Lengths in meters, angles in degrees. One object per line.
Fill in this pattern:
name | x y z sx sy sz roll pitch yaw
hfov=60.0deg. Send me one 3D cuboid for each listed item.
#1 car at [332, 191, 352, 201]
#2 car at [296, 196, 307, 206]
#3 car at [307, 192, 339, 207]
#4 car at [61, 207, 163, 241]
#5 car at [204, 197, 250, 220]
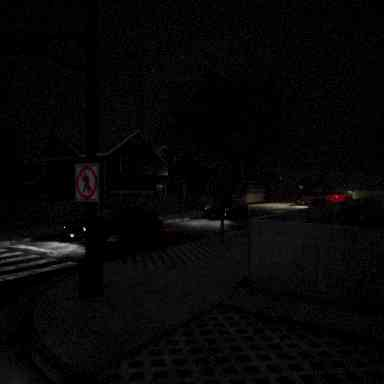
car | 21.892 0.800 48.705 2.150 2.045 5.566 0 1 38
car | 15.578 1.197 44.801 1.994 1.385 4.181 0 0 36
car | 16.044 1.144 40.542 1.882 1.535 5.008 0 1 35
car | -3.684 1.460 16.485 2.033 1.411 5.357 0 1 33
car | 2.800 1.173 26.141 2.097 1.767 4.553 0 0 34
